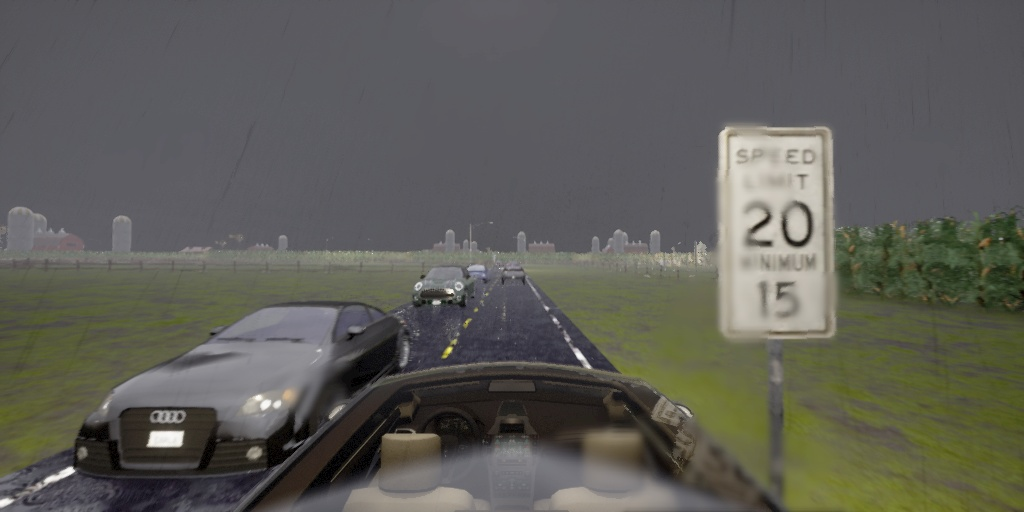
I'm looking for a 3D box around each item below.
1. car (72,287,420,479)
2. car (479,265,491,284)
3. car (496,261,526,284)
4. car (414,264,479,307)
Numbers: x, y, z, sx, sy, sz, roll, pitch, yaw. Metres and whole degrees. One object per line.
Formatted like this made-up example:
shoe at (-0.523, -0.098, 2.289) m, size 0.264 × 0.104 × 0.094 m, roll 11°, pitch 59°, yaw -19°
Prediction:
car at (-2.847, 1.333, 4.943) m, size 1.994 × 1.385 × 4.181 m, roll 0°, pitch 0°, yaw 0°
car at (-2.789, 1.424, 28.939) m, size 1.812 × 1.442 × 4.674 m, roll 0°, pitch 0°, yaw 1°
car at (0.105, 1.389, 28.764) m, size 2.128 × 1.511 × 4.902 m, roll 0°, pitch 0°, yaw 0°
car at (-2.839, 1.183, 15.793) m, size 2.097 × 1.767 × 4.553 m, roll 0°, pitch 0°, yaw 0°
